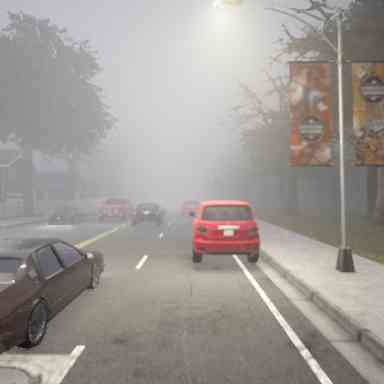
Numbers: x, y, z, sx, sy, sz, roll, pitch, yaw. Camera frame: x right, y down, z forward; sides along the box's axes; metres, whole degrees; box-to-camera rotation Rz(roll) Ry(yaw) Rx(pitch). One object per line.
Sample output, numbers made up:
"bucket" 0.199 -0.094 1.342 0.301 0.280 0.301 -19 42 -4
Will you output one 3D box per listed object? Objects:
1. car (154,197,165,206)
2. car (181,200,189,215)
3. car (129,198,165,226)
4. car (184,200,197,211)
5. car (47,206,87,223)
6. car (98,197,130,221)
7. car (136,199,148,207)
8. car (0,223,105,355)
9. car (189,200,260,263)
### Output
"car" -6.827 2.055 70.256 2.097 1.767 4.553 0 -1 0
"car" -0.119 1.691 37.859 2.097 1.767 4.553 0 -1 0
"car" -3.267 1.578 25.849 2.097 1.767 4.553 0 -1 0
"car" -0.215 1.948 47.981 1.837 1.490 4.892 0 -1 0
"car" -9.973 1.800 26.814 1.994 1.385 4.181 0 -1 0
"car" -6.737 1.486 29.964 2.150 2.045 5.566 0 0 0
"car" -10.068 2.195 67.486 1.812 1.442 4.674 0 0 0
"car" -3.179 1.599 6.271 2.033 1.411 5.357 0 0 0
"car" 1.081 1.329 12.574 2.150 2.045 5.566 0 0 0
